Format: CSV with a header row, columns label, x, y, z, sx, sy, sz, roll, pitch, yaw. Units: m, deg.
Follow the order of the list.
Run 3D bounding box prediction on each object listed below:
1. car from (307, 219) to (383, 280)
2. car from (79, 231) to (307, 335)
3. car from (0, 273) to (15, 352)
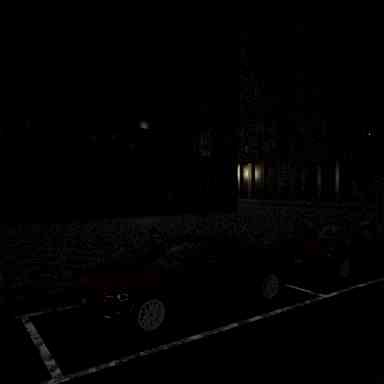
label,x,y,z,sx,sy,sz,roll,pitch,yaw
car,4.568,1.546,9.933,4.507,1.381,1.887,0,0,-36
car,0.073,1.545,6.720,4.507,1.381,1.887,0,0,-36
car,-4.422,1.544,3.507,4.507,1.381,1.887,0,0,-36
